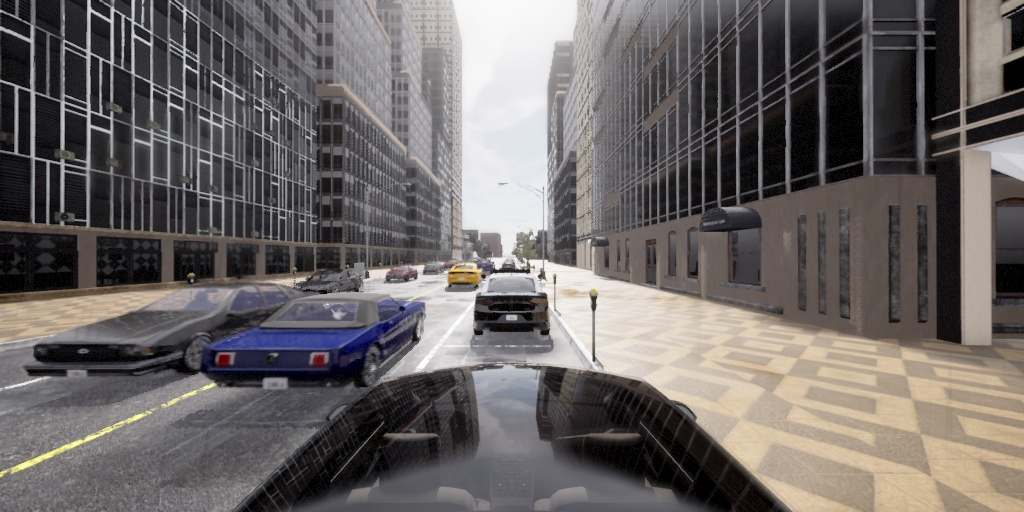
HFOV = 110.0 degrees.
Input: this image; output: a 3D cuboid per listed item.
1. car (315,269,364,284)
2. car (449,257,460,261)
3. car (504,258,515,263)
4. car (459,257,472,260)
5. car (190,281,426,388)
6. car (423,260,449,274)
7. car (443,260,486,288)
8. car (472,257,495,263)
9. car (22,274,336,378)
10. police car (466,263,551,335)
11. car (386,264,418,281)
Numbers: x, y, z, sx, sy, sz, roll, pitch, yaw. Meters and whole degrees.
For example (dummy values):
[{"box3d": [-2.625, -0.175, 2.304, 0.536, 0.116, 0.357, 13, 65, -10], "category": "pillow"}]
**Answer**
[{"box3d": [-8.827, 1.318, 17.653, 1.948, 1.339, 4.313, 0, 0, 0], "category": "car"}, {"box3d": [-8.810, 1.282, 51.806, 1.888, 1.381, 4.507, 0, 0, 0], "category": "car"}, {"box3d": [-0.432, 1.303, 46.097, 1.948, 1.339, 4.313, 0, 0, 0], "category": "car"}, {"box3d": [-6.121, 1.279, 50.664, 1.837, 1.490, 4.892, 0, 0, 0], "category": "car"}, {"box3d": [-3.043, 1.352, 6.844, 1.895, 1.301, 4.718, 0, 0, 0], "category": "car"}, {"box3d": [-8.816, 1.294, 40.422, 2.007, 1.370, 4.403, 0, 0, 0], "category": "car"}, {"box3d": [-3.034, 1.226, 23.975, 1.882, 1.535, 5.008, 0, 0, 0], "category": "car"}, {"box3d": [-3.125, 1.093, 41.856, 2.097, 1.767, 4.553, 0, 0, 0], "category": "car"}, {"box3d": [-6.241, 1.300, 7.805, 2.033, 1.411, 5.357, 0, 0, 0], "category": "car"}, {"box3d": [-0.006, 1.175, 10.608, 1.930, 1.638, 5.238, 0, 0, 0], "category": "police car"}, {"box3d": [-8.821, 1.331, 29.036, 1.802, 1.307, 4.207, 0, 0, 0], "category": "car"}]
